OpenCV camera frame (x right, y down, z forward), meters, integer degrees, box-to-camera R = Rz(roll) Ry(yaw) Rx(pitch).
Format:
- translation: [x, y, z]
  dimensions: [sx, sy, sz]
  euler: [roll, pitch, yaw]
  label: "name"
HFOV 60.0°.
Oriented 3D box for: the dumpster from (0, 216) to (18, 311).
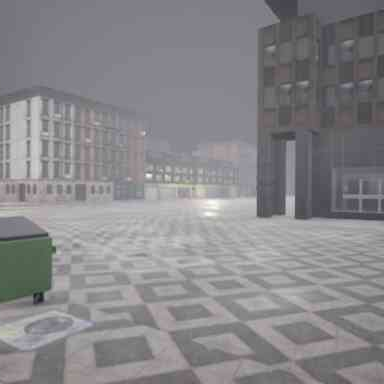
- translation: [-4.431, 1.342, 6.531]
  dimensions: [1.940, 1.700, 1.020]
  euler: [1, 0, 35]
  label: "dumpster"
